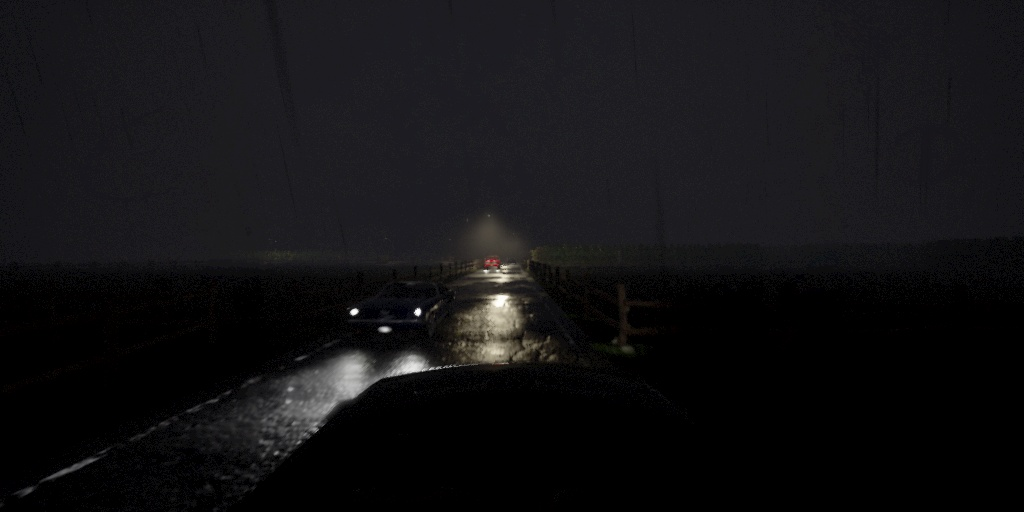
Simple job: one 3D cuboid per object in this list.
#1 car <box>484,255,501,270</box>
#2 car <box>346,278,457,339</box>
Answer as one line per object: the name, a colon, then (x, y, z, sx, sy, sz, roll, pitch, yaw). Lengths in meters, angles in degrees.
car: (-2.836, 0.933, 52.605, 2.150, 2.045, 5.566, 0, 0, 0)
car: (-2.854, 1.348, 10.267, 1.895, 1.301, 4.718, 0, 0, 0)
